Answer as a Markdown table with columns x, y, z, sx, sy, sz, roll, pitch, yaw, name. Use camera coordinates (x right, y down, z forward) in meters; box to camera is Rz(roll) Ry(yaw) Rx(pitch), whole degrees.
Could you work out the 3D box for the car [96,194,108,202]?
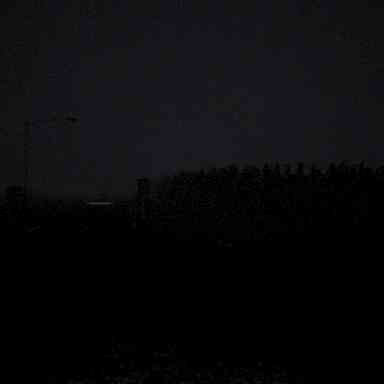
| x | y | z | sx | sy | sz | roll | pitch | yaw | name |
| --- | --- | --- | --- | --- | --- | --- | --- | --- | --- |
| -15.258 | 0.991 | 56.519 | 2.033 | 1.411 | 5.357 | 1 | 0 | -12 | car |
